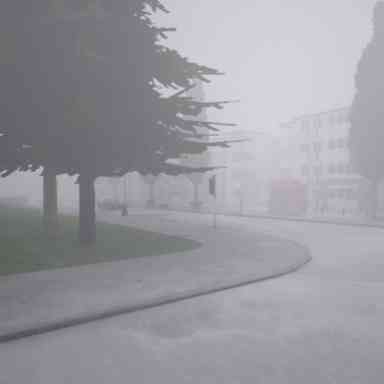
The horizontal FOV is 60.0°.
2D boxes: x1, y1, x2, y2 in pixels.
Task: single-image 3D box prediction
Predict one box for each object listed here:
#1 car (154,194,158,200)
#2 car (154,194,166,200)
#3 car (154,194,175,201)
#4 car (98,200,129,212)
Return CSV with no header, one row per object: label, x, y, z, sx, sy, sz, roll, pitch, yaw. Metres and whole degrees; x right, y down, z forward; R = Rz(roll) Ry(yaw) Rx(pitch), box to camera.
car,-6.868,1.249,81.994,4.536,1.218,1.853,0,0,-6
car,-8.161,1.160,84.475,1.845,1.501,3.633,0,0,-24
car,-6.815,1.406,82.000,4.974,1.542,2.038,0,0,-6
car,-8.772,1.510,37.070,1.895,1.301,4.718,0,0,-35
